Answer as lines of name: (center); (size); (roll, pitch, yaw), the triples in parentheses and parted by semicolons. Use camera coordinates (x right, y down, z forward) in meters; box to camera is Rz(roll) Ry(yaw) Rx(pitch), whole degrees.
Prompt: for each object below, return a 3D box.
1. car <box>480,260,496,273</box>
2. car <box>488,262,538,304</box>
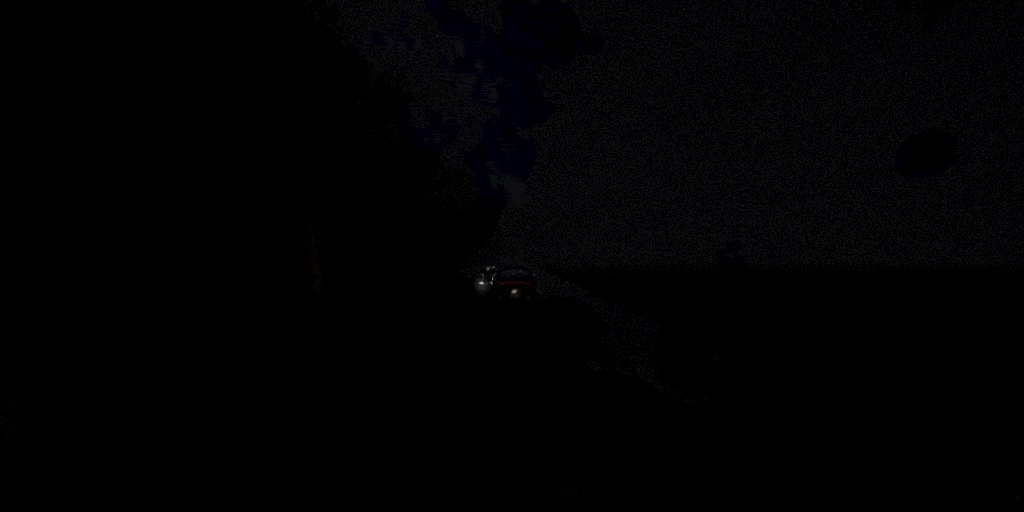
car: (-2.731, 1.254, 43.096); (2.128, 1.511, 4.902); (0, 0, 0)
car: (0.108, 1.229, 16.470); (1.882, 1.535, 5.008); (0, 0, 0)
